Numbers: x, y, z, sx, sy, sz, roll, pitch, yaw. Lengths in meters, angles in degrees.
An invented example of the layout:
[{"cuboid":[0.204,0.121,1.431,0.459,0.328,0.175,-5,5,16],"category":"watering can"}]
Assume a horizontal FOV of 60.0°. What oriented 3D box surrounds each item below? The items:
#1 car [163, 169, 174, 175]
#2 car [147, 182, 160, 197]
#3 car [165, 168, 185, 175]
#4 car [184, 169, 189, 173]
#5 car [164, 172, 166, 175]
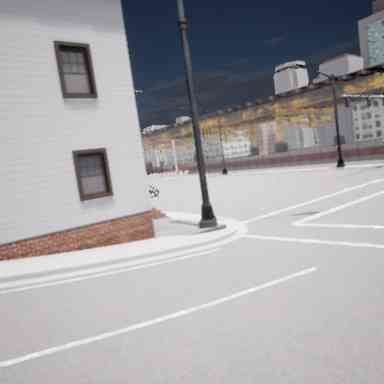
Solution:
[{"cuboid":[-6.285,-5.334,88.041,1.853,1.218,4.536,-7,6,9],"category":"car"},{"cuboid":[-5.309,-0.306,35.152,2.097,1.767,4.553,-12,6,-34],"category":"car"},{"cuboid":[-3.590,-5.329,84.206,4.536,1.218,1.853,-6,6,19],"category":"car"},{"cuboid":[0.101,-5.292,80.289,2.038,1.542,4.974,-8,6,-6],"category":"car"},{"cuboid":[-3.617,-5.168,84.238,4.974,1.542,2.038,-6,6,19],"category":"car"}]
